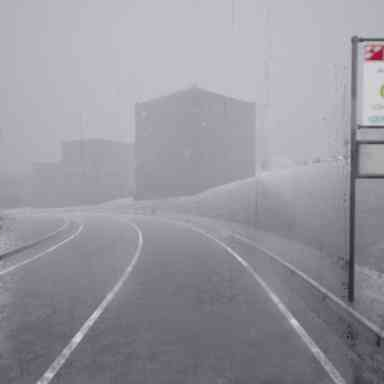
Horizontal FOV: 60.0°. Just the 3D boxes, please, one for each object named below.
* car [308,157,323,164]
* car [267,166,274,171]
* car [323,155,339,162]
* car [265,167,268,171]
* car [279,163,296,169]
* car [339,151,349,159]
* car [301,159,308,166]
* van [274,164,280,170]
[{"bbox_3d":[21.253,-4.974,54.079,2.185,1.767,4.553,0,1,-1],"label":"car"},{"bbox_3d":[20.655,-5.334,81.648,2.002,1.452,4.674,0,1,-1],"label":"car"},{"bbox_3d":[21.376,-4.688,48.409,2.002,1.452,4.674,0,1,-1],"label":"car"},{"bbox_3d":[20.535,-5.714,87.129,2.435,2.045,5.566,0,1,-1],"label":"car"},{"bbox_3d":[20.894,-5.177,70.611,2.231,1.521,4.892,0,1,-1],"label":"car"},{"bbox_3d":[21.495,-4.737,42.914,2.185,1.767,4.553,0,1,-1],"label":"car"},{"bbox_3d":[21.134,-5.088,59.597,2.185,1.767,4.553,0,1,-1],"label":"car"},{"bbox_3d":[20.777,-5.502,76.003,1.878,1.987,4.442,0,1,-1],"label":"van"}]
